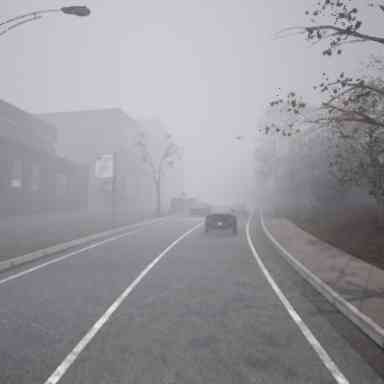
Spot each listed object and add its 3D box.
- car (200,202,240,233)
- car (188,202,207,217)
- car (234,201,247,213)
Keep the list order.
[{"bbox_3d":[1.932,1.650,21.166,1.882,1.535,5.008,-1,0,9],"label":"car"},{"bbox_3d":[0.894,1.824,35.733,1.882,1.535,5.008,-1,-1,12],"label":"car"},{"bbox_3d":[5.737,1.862,41.308,1.812,1.442,4.674,-1,-1,11],"label":"car"}]
